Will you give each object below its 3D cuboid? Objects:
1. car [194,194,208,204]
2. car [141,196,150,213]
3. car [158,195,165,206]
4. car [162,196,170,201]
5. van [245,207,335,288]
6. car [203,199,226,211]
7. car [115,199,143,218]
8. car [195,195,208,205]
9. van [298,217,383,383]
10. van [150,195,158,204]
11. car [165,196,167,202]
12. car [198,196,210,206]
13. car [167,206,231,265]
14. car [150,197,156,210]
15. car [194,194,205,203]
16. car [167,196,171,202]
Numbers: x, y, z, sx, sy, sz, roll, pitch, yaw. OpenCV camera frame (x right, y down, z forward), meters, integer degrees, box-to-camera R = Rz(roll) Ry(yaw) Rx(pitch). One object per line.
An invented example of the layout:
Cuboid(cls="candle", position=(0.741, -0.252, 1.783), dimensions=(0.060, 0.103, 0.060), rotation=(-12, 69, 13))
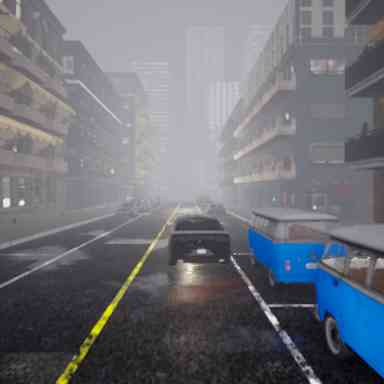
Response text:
Cuboid(cls="car", position=(1.958, 1.426, 53.842), dimensions=(2.192, 1.841, 5.009), rotation=(-1, 0, -1))
Cuboid(cls="car", position=(-6.157, 1.523, 36.952), dimensions=(1.967, 1.590, 4.097), rotation=(-1, 0, -1))
Cuboid(cls="car", position=(-6.488, 1.446, 59.358), dimensions=(2.192, 1.841, 5.009), rotation=(-1, 0, -1))
Cuboid(cls="car", position=(-6.877, 1.774, 87.365), dimensions=(1.802, 1.307, 4.206), rotation=(-1, 0, -1))
Cuboid(cls="van", position=(2.570, 1.358, 9.030), dimensions=(1.690, 1.788, 3.998), rotation=(-1, 0, -1))
Cuboid(cls="car", position=(2.268, 1.645, 31.436), dimensions=(1.802, 1.307, 4.206), rotation=(-1, 0, -1))
Cuboid(cls="car", position=(-6.079, 1.653, 31.351), dimensions=(1.802, 1.307, 4.206), rotation=(-1, 0, -1))
Cuboid(cls="car", position=(1.805, 1.450, 65.045), dimensions=(2.192, 1.841, 5.009), rotation=(-1, 0, -1))
Cuboid(cls="van", position=(2.646, 1.346, 3.428), dimensions=(1.690, 1.788, 3.998), rotation=(-1, 0, -1))
Cuboid(cls="van", position=(-6.312, 1.448, 48.155), dimensions=(1.690, 1.788, 3.998), rotation=(-1, 0, -1))
Cuboid(cls="car", position=(-6.578, 1.693, 64.959), dimensions=(2.008, 1.369, 4.403), rotation=(-1, 0, -1))
Cuboid(cls="car", position=(2.112, 1.612, 42.809), dimensions=(1.752, 1.417, 4.829), rotation=(-1, 0, -1))
Cuboid(cls="car", position=(0.135, 1.502, 11.788), dimensions=(1.882, 1.535, 5.008), rotation=(0, 0, -3))
Cuboid(cls="car", position=(-6.232, 1.645, 42.553), dimensions=(2.008, 1.369, 4.403), rotation=(-1, 0, -1))
Cuboid(cls="car", position=(1.653, 1.474, 76.249), dimensions=(2.192, 1.841, 5.009), rotation=(-1, 0, -1))
Cuboid(cls="car", position=(-6.800, 1.761, 81.764), dimensions=(1.802, 1.307, 4.206), rotation=(-1, 0, -1))
